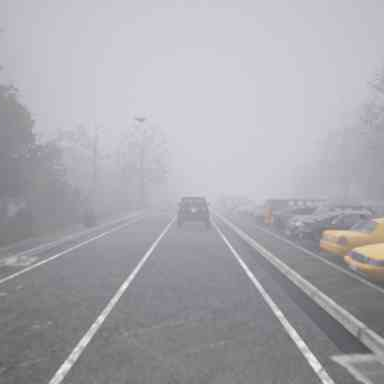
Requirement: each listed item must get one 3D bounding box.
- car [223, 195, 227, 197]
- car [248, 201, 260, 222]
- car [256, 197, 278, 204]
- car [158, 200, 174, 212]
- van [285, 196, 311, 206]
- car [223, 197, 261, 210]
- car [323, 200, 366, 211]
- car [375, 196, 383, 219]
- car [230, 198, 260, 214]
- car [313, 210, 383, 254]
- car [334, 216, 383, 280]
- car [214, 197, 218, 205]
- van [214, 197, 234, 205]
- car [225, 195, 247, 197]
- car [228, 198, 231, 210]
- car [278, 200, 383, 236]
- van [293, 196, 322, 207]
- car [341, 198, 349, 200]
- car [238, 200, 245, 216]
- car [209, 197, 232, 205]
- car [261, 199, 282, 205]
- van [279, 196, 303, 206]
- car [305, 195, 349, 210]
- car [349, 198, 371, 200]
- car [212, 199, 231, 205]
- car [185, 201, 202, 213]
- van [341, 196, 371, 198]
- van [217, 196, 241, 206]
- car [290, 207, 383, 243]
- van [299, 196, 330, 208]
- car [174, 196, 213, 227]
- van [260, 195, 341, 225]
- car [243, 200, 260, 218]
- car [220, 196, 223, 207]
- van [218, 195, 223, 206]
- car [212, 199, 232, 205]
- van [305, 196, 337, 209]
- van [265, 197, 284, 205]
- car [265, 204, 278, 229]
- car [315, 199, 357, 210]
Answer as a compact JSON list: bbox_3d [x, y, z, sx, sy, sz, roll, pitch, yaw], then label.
[{"bbox_3d":[7.092,1.655,47.101,4.553,1.767,2.185,0,0,0],"label":"car"},{"bbox_3d":[6.980,1.645,24.892,4.792,1.488,2.163,0,0,0],"label":"car"},{"bbox_3d":[20.459,2.375,91.202,5.566,2.045,2.435,0,-2,0],"label":"car"},{"bbox_3d":[-3.272,1.746,43.061,2.128,1.511,4.902,0,0,0],"label":"car"},{"bbox_3d":[20.171,1.742,63.513,4.442,1.987,1.878,0,-1,0],"label":"van"},{"bbox_3d":[6.910,1.736,41.549,5.366,1.575,1.946,0,0,0],"label":"car"},{"bbox_3d":[20.186,1.792,44.135,4.674,1.452,2.002,0,0,0],"label":"car"},{"bbox_3d":[20.089,1.398,30.287,5.566,2.045,2.435,0,0,0],"label":"car"},{"bbox_3d":[6.867,1.674,33.221,5.366,1.575,1.946,0,0,0],"label":"car"},{"bbox_3d":[7.123,1.530,11.018,5.366,1.575,1.946,0,0,0],"label":"car"},{"bbox_3d":[6.739,1.528,8.367,5.366,1.575,1.946,0,0,0],"label":"car"},{"bbox_3d":[7.209,1.611,58.206,5.566,2.045,2.435,0,0,0],"label":"car"},{"bbox_3d":[7.398,2.078,77.618,4.442,1.987,1.878,0,-1,0],"label":"van"},{"bbox_3d":[7.078,1.634,44.325,4.553,1.767,2.185,0,0,0],"label":"car"},{"bbox_3d":[7.075,1.720,38.772,4.892,1.521,2.231,0,0,0],"label":"car"},{"bbox_3d":[6.998,1.431,16.567,4.553,1.767,2.185,0,0,0],"label":"car"},{"bbox_3d":[20.144,1.631,58.122,4.442,1.987,1.878,0,-1,0],"label":"van"},{"bbox_3d":[20.163,1.752,38.721,4.674,1.452,2.002,0,0,0],"label":"car"},{"bbox_3d":[7.009,1.686,30.444,4.792,1.488,2.163,0,0,0],"label":"car"},{"bbox_3d":[7.296,2.248,85.945,5.566,2.045,2.435,0,-1,0],"label":"car"},{"bbox_3d":[20.396,2.490,85.662,4.892,1.521,2.231,0,-1,0],"label":"car"},{"bbox_3d":[20.434,1.872,69.049,4.442,1.987,1.878,0,-1,0],"label":"van"},{"bbox_3d":[20.189,1.543,49.803,5.566,2.045,2.435,0,0,0],"label":"car"},{"bbox_3d":[20.140,1.691,35.826,5.008,1.535,2.097,0,0,0],"label":"car"},{"bbox_3d":[7.339,2.464,83.162,4.792,1.488,2.163,0,-1,0],"label":"car"},{"bbox_3d":[0.162,1.806,41.463,1.994,1.385,4.181,0,0,0],"label":"car"},{"bbox_3d":[20.291,1.507,41.493,4.442,1.987,1.878,0,0,0],"label":"van"},{"bbox_3d":[7.093,1.752,63.742,4.442,1.987,1.878,0,-1,0],"label":"van"},{"bbox_3d":[6.946,1.543,13.787,4.892,1.521,2.231,0,0,0],"label":"car"},{"bbox_3d":[20.362,1.609,55.218,4.442,1.987,1.878,0,0,0],"label":"van"},{"bbox_3d":[0.109,1.337,23.741,2.150,2.045,5.566,0,-1,0],"label":"car"},{"bbox_3d":[7.112,1.369,22.117,4.442,1.987,1.878,0,0,0],"label":"van"},{"bbox_3d":[6.994,1.666,27.668,4.792,1.488,2.163,0,0,0],"label":"car"},{"bbox_3d":[7.133,1.801,49.877,5.008,1.535,2.097,0,0,0],"label":"car"},{"bbox_3d":[7.050,1.616,55.431,4.442,1.987,1.878,0,0,0],"label":"van"},{"bbox_3d":[7.298,2.409,80.387,4.674,1.452,2.002,0,-1,0],"label":"car"},{"bbox_3d":[20.349,1.589,52.573,4.442,1.987,1.878,0,0,0],"label":"van"},{"bbox_3d":[20.505,2.197,82.897,4.442,1.987,1.878,0,-1,0],"label":"van"},{"bbox_3d":[7.010,1.604,19.339,4.792,1.488,2.163,0,0,0],"label":"car"},{"bbox_3d":[20.197,1.773,46.907,5.008,1.535,2.097,0,0,0],"label":"car"}]
